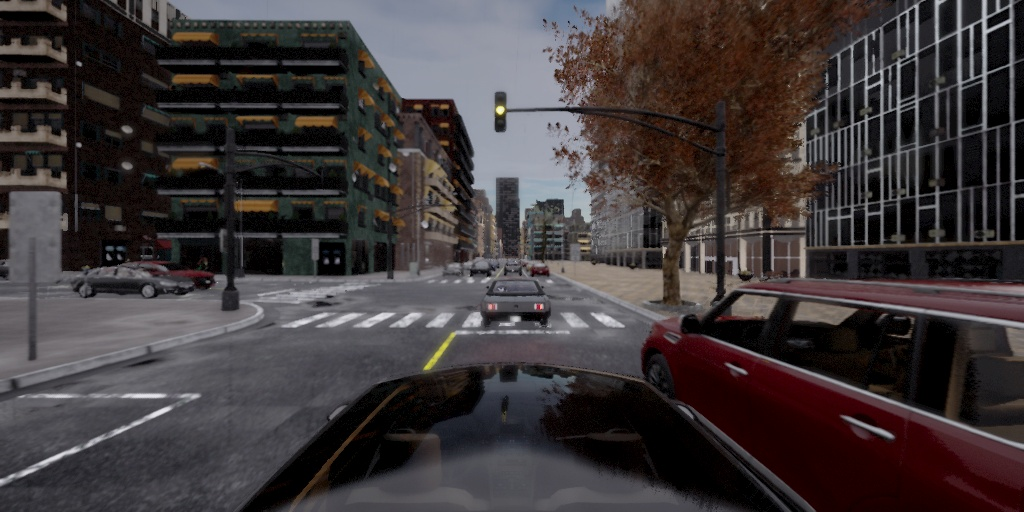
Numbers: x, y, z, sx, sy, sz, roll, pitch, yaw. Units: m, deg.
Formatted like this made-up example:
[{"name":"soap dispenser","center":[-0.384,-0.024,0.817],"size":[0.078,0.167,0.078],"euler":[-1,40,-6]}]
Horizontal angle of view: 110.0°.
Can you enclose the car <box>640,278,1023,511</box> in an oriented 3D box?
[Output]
[{"name":"car","center":[2.692,1.065,2.697],"size":[2.192,1.841,5.009],"euler":[0,0,0]}]

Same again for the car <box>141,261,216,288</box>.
[{"name":"car","center":[-17.970,1.011,18.246],"size":[5.008,1.535,1.882],"euler":[1,0,-1]}]

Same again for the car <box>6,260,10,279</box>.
[{"name":"car","center":[-33.185,0.885,23.885],"size":[4.403,1.370,2.007],"euler":[0,0,-1]}]

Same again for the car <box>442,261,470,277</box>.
[{"name":"car","center":[-5.684,1.333,35.086],"size":[2.007,1.370,4.403],"euler":[0,0,0]}]

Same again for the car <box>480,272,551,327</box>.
[{"name":"car","center":[0.101,1.358,11.568],"size":[1.895,1.301,4.718],"euler":[0,0,0]}]

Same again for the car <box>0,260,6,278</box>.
[{"name":"car","center":[-29.697,0.863,18.131],"size":[4.902,1.511,2.128],"euler":[1,0,-1]}]

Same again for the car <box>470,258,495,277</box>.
[{"name":"car","center":[-3.088,1.262,36.374],"size":[1.882,1.535,5.008],"euler":[0,0,0]}]

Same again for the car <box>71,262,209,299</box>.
[{"name":"car","center":[-16.432,1.101,15.671],"size":[4.403,1.370,2.007],"euler":[0,0,-1]}]

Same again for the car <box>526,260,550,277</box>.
[{"name":"car","center":[2.696,1.327,35.084],"size":[1.888,1.381,4.507],"euler":[0,0,0]}]

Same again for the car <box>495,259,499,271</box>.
[{"name":"car","center":[-3.071,1.403,47.483],"size":[1.895,1.301,4.718],"euler":[0,0,0]}]

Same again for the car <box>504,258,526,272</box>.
[{"name":"car","center":[0.106,1.280,39.271],"size":[2.128,1.511,4.902],"euler":[0,0,0]}]

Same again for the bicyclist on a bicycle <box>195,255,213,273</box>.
[{"name":"bicyclist on a bicycle","center":[-23.165,0.778,26.933],"size":[0.582,1.620,1.656],"euler":[1,0,-1]}]
